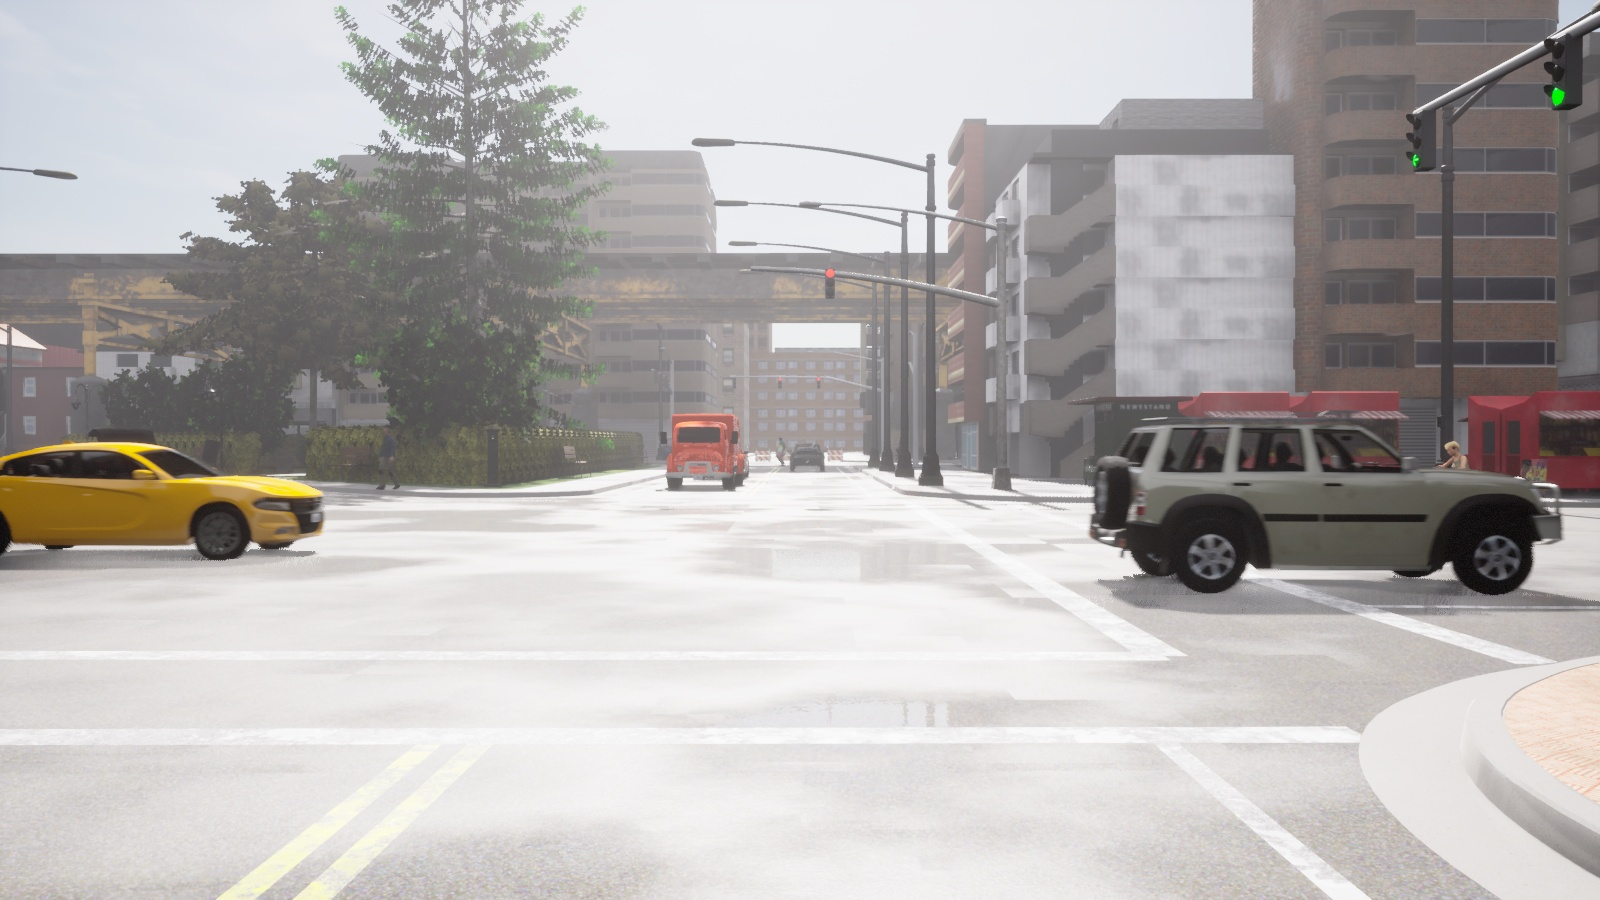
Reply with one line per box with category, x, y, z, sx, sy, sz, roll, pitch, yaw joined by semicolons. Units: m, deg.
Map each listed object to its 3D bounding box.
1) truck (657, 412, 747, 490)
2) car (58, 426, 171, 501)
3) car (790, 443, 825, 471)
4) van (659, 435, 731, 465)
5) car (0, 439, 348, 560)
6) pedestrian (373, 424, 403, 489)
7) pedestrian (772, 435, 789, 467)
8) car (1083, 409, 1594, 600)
truck;-3.240;0.017;42.607;2.627;2.467;5.204;0;0;0
car;-18.348;0.323;33.531;1.905;1.878;3.866;0;0;-40
car;0.406;0.366;68.269;1.837;1.490;4.892;0;0;0
van;-7.013;0.020;83.922;4.442;1.987;1.775;0;0;14
car;-8.915;0.623;16.853;5.008;1.535;1.882;0;0;0
pedestrian;-11.852;0.188;36.116;0.402;1.842;0.726;0;0;39
pedestrian;-1.181;0.069;77.291;0.873;1.952;0.659;0;0;-20
car;5.542;0.533;13.384;4.605;1.855;1.932;0;0;0
